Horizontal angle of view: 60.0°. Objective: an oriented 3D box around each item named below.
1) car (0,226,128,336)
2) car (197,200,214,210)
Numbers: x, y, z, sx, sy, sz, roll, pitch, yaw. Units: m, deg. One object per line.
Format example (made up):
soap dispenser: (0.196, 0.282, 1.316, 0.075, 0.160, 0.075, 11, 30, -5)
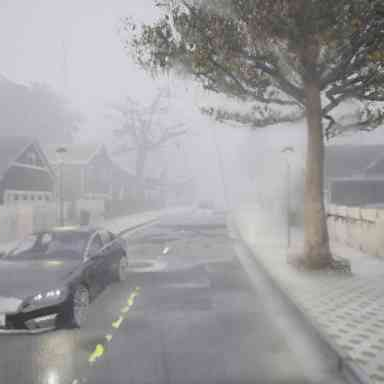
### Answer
car: (-2.694, 1.532, 7.088, 2.128, 1.511, 4.902, 0, 0, 2)
car: (2.096, 1.861, 49.018, 2.033, 1.411, 5.357, 0, 0, 12)
